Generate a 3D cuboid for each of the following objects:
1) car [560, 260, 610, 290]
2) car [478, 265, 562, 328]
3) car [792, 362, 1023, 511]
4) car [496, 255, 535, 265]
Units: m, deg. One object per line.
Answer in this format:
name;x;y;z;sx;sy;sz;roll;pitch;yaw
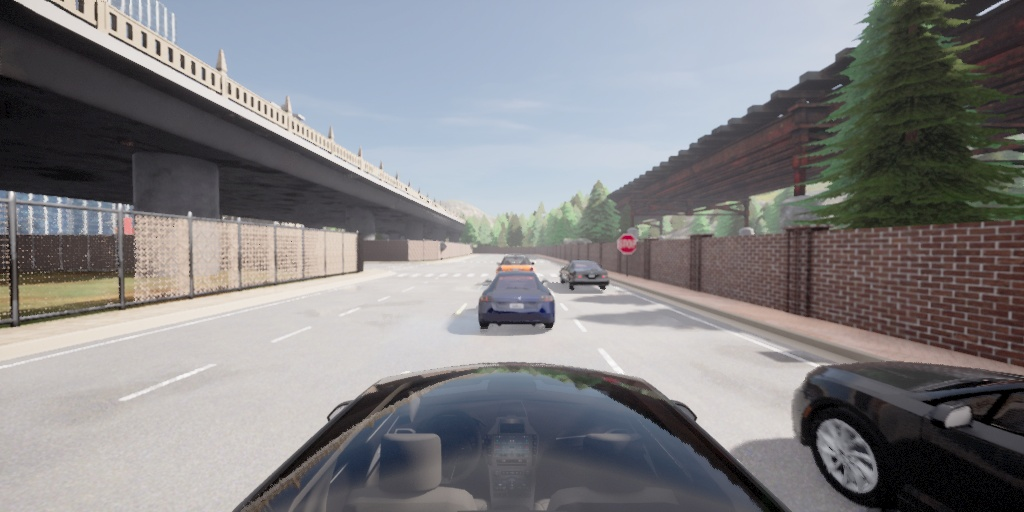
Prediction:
car;3.698;0.927;19.060;2.033;1.411;5.357;0;1;0
car;0.142;1.124;10.544;1.994;1.385;4.181;0;1;1
car;3.587;1.259;1.422;1.837;1.490;4.892;0;1;0
car;0.202;0.721;19.622;2.097;1.767;4.553;0;1;0
